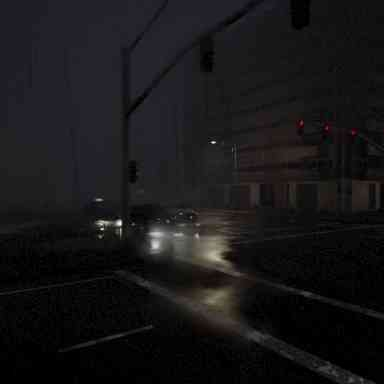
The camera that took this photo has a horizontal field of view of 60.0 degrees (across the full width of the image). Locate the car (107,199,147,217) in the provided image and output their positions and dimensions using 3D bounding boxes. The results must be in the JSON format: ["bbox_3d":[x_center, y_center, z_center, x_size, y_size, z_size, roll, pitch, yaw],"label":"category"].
[{"bbox_3d":[-6.655,1.547,33.721,2.128,1.511,4.902,0,0,-35],"label":"car"}]

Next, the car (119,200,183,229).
[{"bbox_3d":[-2.870,1.560,22.355,1.837,1.490,4.892,0,0,-35],"label":"car"}]

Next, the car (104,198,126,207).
[{"bbox_3d":[-12.780,1.656,54.763,1.895,1.301,4.718,0,0,-36],"label":"car"}]

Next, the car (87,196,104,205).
[{"bbox_3d":[-18.054,1.581,62.188,1.812,1.442,4.674,0,0,-34],"label":"car"}]

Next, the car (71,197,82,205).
[{"bbox_3d":[-20.005,1.547,58.882,2.128,1.511,4.902,0,0,-35],"label":"car"}]

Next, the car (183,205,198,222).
[{"bbox_3d":[-1.413,1.581,26.379,1.812,1.442,4.674,0,0,-35],"label":"car"}]

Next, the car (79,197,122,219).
[{"bbox_3d":[-8.193,1.533,29.843,1.882,1.535,5.008,0,0,-35],"label":"car"}]
